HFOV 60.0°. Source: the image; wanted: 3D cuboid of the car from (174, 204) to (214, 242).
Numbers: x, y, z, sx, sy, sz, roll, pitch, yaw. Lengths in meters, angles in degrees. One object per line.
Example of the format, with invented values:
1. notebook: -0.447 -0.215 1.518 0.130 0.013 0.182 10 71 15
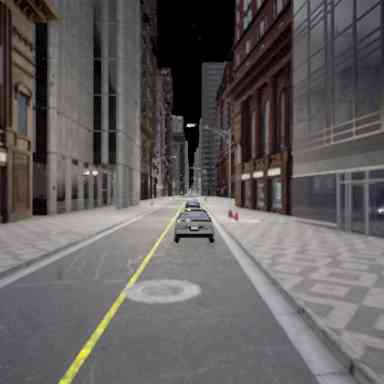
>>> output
1. car: 0.098 1.552 16.519 2.033 1.411 5.357 0 0 0

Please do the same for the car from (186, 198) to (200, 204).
1. car: 0.095 1.576 46.724 1.994 1.385 4.181 0 0 0
